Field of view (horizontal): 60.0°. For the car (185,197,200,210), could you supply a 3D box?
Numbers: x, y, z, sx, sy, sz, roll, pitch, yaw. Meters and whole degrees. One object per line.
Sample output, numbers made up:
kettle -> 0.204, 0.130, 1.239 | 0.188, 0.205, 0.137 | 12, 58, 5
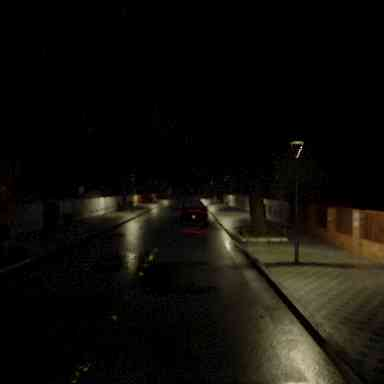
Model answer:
car -> 0.099, 1.374, 41.583 | 1.812, 1.442, 4.674 | 0, 0, 0

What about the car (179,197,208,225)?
car -> 0.104, 1.393, 23.401 | 1.882, 1.535, 5.008 | 0, 0, 0
